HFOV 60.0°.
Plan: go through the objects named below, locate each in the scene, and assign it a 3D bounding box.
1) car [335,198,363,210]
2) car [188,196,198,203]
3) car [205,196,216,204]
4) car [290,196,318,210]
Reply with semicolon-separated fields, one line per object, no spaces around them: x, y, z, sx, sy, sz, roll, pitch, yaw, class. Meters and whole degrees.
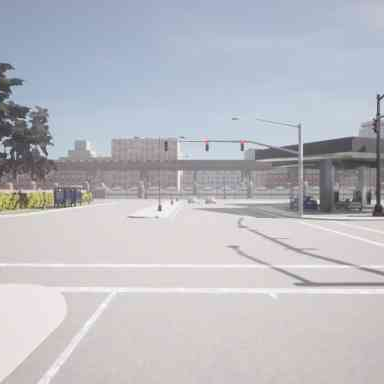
19.011;1.456;40.452;1.970;1.475;3.806;0;0;0;car
0.195;1.525;66.171;1.812;1.442;4.674;0;0;0;car
3.588;1.525;64.386;1.812;1.442;4.674;0;0;0;car
13.265;1.295;39.698;2.242;1.667;4.611;0;0;0;car
